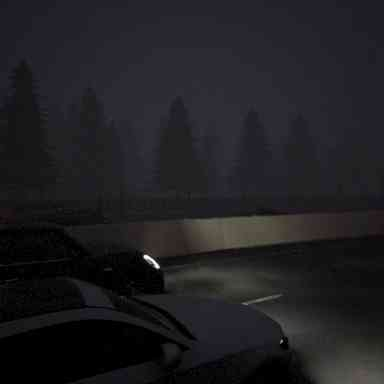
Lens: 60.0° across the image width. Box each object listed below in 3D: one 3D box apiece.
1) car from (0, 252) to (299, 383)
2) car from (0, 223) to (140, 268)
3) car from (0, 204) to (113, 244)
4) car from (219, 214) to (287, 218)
[{"bbox_3d":[-1.118,1.515,2.832,4.674,1.442,1.812,0,0,-35],"label":"car"},{"bbox_3d":[-2.761,1.331,5.878,4.553,1.767,2.097,0,0,-35],"label":"car"},{"bbox_3d":[-6.599,1.433,16.147,4.902,1.511,2.128,0,0,-33],"label":"car"},{"bbox_3d":[3.323,1.477,17.875,4.181,1.385,1.994,0,0,-27],"label":"car"}]
